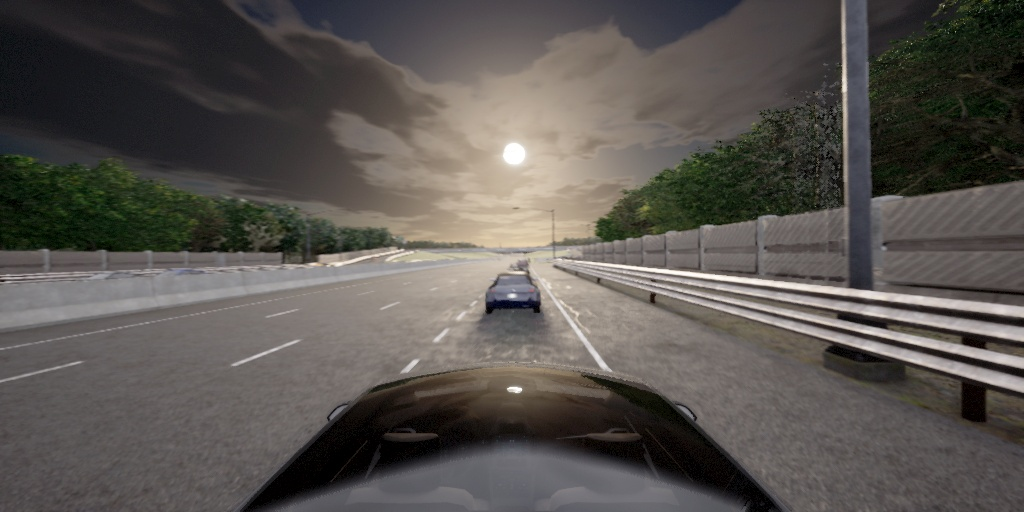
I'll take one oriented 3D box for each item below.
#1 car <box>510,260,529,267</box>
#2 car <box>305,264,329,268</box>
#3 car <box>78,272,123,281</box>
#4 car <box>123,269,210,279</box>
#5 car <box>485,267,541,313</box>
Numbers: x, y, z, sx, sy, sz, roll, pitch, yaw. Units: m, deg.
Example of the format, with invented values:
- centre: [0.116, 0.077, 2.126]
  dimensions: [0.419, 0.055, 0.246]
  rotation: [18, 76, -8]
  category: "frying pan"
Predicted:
- centre: [0.635, 1.317, 34.258]
  dimensions: [1.895, 1.301, 4.718]
  rotation: [-1, 0, 2]
  category: "car"
- centre: [-20.359, 1.634, 37.120]
  dimensions: [1.882, 1.535, 5.008]
  rotation: [-1, 0, 2]
  category: "car"
- centre: [-27.722, 1.839, 24.677]
  dimensions: [1.812, 1.442, 4.674]
  rotation: [-1, 0, 2]
  category: "car"
- centre: [-24.192, 1.716, 25.891]
  dimensions: [1.882, 1.535, 5.008]
  rotation: [-1, 0, 2]
  category: "car"
- centre: [0.063, 1.303, 13.994]
  dimensions: [1.994, 1.385, 4.181]
  rotation: [-1, 0, 2]
  category: "car"
